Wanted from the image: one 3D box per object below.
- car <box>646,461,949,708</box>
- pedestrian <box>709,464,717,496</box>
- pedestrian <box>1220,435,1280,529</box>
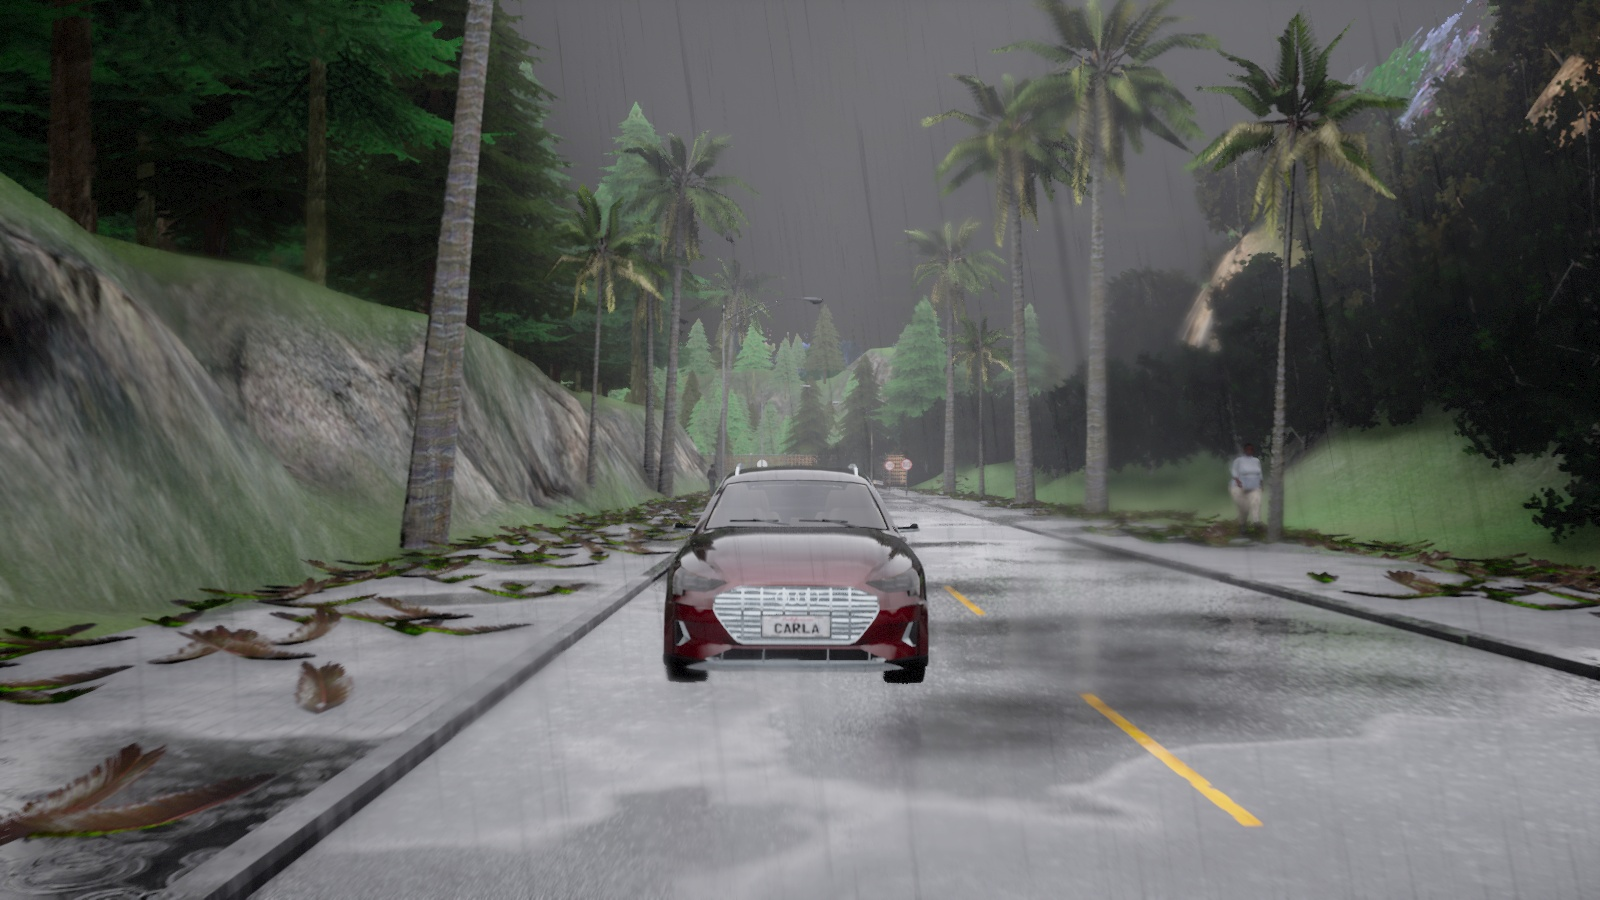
[{"bbox_3d":[-0.023,0.925,10.884,2.033,1.649,4.856,0,0,0],"label":"car"},{"bbox_3d":[-5.206,1.793,75.149,0.402,1.930,0.666,0,-1,0],"label":"pedestrian"},{"bbox_3d":[9.060,0.643,25.302,0.874,1.855,0.900,0,-1,0],"label":"pedestrian"}]
